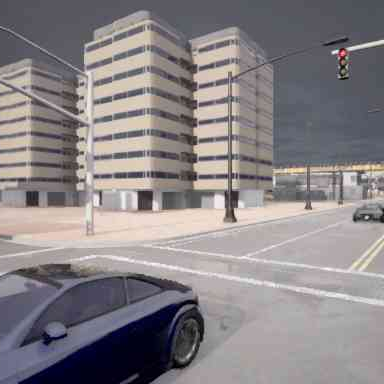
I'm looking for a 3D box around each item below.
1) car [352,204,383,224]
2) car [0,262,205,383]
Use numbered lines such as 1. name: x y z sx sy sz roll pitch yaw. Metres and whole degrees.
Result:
1. car: 13.287 1.568 24.713 1.994 1.385 4.181 0 0 35
2. car: -1.632 1.566 3.644 1.994 1.385 4.181 0 0 35
